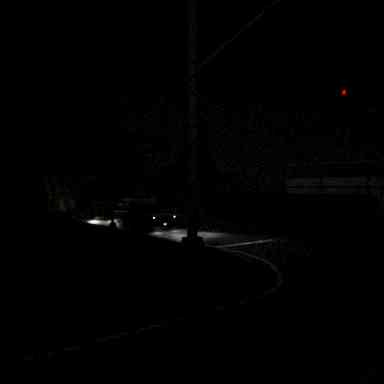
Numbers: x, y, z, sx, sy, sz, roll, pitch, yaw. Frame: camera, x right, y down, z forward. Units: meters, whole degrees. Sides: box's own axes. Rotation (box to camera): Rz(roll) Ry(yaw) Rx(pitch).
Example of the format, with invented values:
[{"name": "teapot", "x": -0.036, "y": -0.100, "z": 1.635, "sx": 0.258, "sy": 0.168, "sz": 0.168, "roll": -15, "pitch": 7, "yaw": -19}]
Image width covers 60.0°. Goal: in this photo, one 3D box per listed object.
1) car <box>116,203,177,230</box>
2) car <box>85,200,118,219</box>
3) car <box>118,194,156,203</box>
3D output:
[{"name": "car", "x": -2.915, "y": 1.601, "z": 21.628, "sx": 1.895, "sy": 1.301, "sz": 4.718, "roll": 0, "pitch": 0, "yaw": -37}, {"name": "car", "x": -8.386, "y": 1.478, "z": 29.874, "sx": 1.882, "sy": 1.535, "sz": 5.008, "roll": 0, "pitch": 0, "yaw": -26}, {"name": "car", "x": -7.034, "y": 1.223, "z": 42.553, "sx": 2.150, "sy": 2.045, "sz": 5.566, "roll": 0, "pitch": 0, "yaw": 38}]
